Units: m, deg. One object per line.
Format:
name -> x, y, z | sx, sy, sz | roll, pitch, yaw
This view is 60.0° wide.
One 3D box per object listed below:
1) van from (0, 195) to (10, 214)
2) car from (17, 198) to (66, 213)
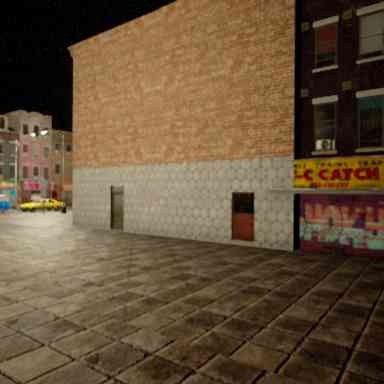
van -> -18.575, 1.138, 29.800 | 1.690, 1.788, 3.998 | 1, 0, 36
car -> -15.397, 1.319, 34.217 | 1.752, 1.417, 4.829 | 1, 0, 36
